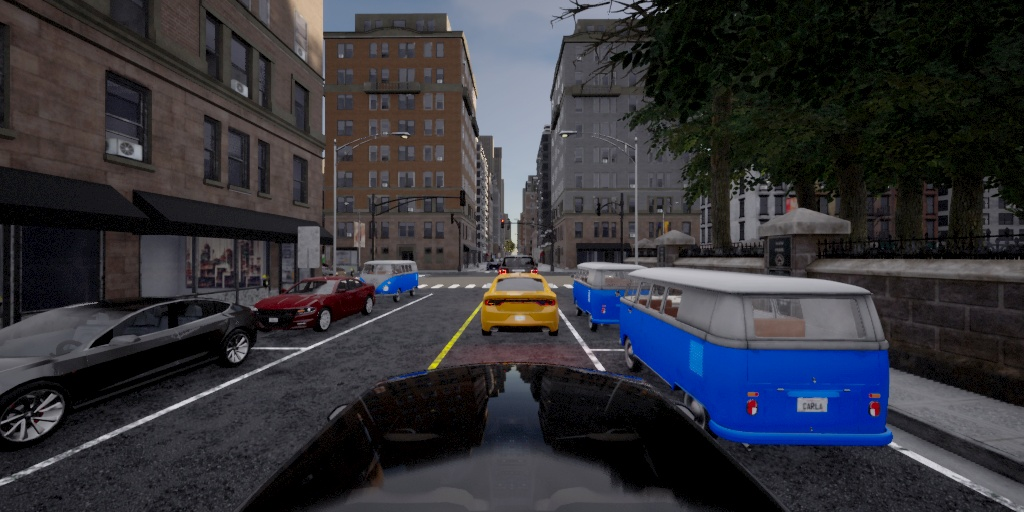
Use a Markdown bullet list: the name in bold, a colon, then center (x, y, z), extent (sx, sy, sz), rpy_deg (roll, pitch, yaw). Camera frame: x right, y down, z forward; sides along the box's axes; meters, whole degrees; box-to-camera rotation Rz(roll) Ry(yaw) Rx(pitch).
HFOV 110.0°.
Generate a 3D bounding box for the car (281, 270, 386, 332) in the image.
- **car**: center (-5.693, 1.293, 10.868), extent (1.888, 1.381, 4.507), rpy_deg (0, 0, 1)

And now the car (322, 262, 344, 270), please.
- **car**: center (-16.197, 1.279, 28.657), extent (5.357, 1.411, 2.033), rpy_deg (0, 0, 1)

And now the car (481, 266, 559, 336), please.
- **car**: center (0.227, 1.226, 10.453), extent (1.882, 1.535, 5.008), rpy_deg (0, 0, 1)

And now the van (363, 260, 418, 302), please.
- **van**: center (-5.579, 1.087, 16.527), extent (1.690, 1.789, 3.998), rpy_deg (0, 0, 1)

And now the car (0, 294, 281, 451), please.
- **car**: center (-5.807, 1.315, 5.209), extent (1.948, 1.339, 4.313), rpy_deg (0, 0, 1)

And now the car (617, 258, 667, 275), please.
- **car**: center (13.863, 1.093, 38.411), extent (4.553, 1.767, 2.097), rpy_deg (0, 0, 0)

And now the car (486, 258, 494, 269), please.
- **car**: center (-2.295, 1.085, 49.659), extent (2.097, 1.767, 4.553), rpy_deg (0, 0, 2)

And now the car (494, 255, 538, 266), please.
- **car**: center (0.334, 0.965, 20.409), extent (2.150, 2.045, 5.566), rpy_deg (0, 0, 0)

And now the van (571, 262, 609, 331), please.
- **van**: center (2.831, 1.089, 10.705), extent (1.690, 1.789, 3.998), rpy_deg (0, 0, 1)

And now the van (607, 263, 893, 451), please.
- **van**: center (2.716, 1.090, 5.049), extent (1.690, 1.789, 3.998), rpy_deg (0, 0, 1)
